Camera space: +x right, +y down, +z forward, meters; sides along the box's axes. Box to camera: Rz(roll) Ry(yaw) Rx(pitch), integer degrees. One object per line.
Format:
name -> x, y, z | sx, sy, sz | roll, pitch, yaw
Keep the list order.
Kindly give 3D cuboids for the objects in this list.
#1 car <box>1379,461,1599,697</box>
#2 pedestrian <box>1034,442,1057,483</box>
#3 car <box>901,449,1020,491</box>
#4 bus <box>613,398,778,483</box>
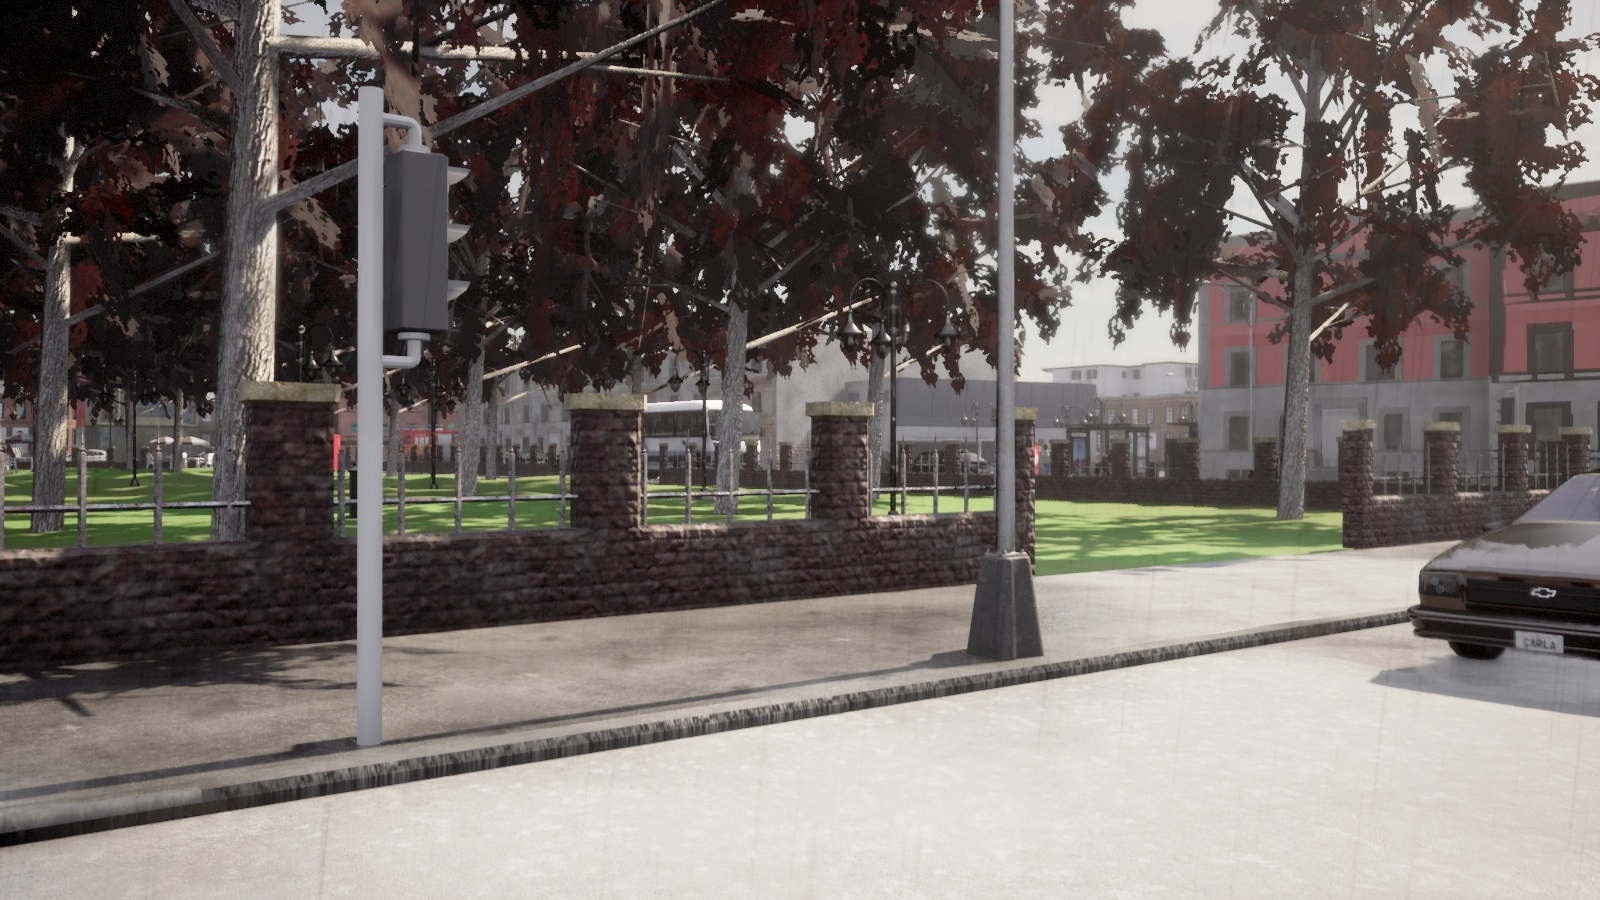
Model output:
car -> 6.720, 0.798, 9.587 | 5.357, 1.411, 2.033 | 0, 0, -39
pedestrian -> 11.195, 0.555, 57.332 | 0.874, 1.855, 0.900 | 0, 0, 1
car -> 6.518, 0.774, 51.554 | 2.033, 1.649, 4.856 | 0, 0, -37
bus -> -5.837, -0.468, 67.786 | 3.944, 4.253, 10.273 | 0, 0, -37
